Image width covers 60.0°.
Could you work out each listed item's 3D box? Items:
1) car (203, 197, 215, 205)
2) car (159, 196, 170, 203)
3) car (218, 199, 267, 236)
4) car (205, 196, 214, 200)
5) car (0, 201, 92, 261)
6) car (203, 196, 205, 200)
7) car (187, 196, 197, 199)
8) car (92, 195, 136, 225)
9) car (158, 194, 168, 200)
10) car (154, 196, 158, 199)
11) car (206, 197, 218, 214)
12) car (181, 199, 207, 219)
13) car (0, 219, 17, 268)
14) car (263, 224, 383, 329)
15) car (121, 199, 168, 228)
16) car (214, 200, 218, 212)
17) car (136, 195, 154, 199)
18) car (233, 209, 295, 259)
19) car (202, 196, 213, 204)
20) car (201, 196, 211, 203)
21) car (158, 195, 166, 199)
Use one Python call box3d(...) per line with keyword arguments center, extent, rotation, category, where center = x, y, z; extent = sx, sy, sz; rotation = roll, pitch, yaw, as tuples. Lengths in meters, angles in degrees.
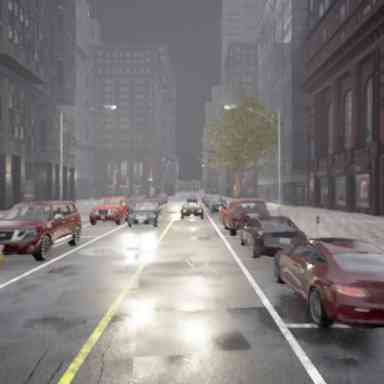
box3d(center=(2.858, 1.516, 57.453), extent=(1.802, 1.307, 4.206), rotation=(0, 0, 0), category="car")
box3d(center=(-5.667, 1.520, 68.735), extent=(1.802, 1.307, 4.206), rotation=(0, 0, 0), category="car")
box3d(center=(2.857, 1.282, 17.977), extent=(2.192, 1.841, 5.009), rotation=(0, 0, 0), category="car")
box3d(center=(2.857, 1.466, 40.706), extent=(1.752, 1.417, 4.829), rotation=(0, 0, 0), category="car")
box3d(center=(-5.668, 1.289, 12.346), extent=(2.192, 1.841, 5.009), rotation=(0, 0, 0), category="car")
box3d(center=(2.858, 1.518, 46.175), extent=(1.802, 1.307, 4.206), rotation=(0, 0, 0), category="car")
box3d(center=(0.005, 1.446, 53.975), extent=(1.837, 1.490, 4.892), rotation=(0, 0, 0), category="car")
box3d(center=(-5.668, 1.275, 23.625), extent=(2.192, 1.841, 5.009), rotation=(0, 0, 0), category="car")
box3d(center=(-5.667, 1.500, 57.457), extent=(1.947, 1.339, 4.313), rotation=(0, 0, 0), category="car")
box3d(center=(-5.667, 1.485, 40.541), extent=(1.887, 1.381, 4.507), rotation=(0, 0, 0), category="car")
box3d(center=(2.858, 1.512, 34.895), extent=(1.947, 1.339, 4.313), rotation=(0, 0, 0), category="car")
box3d(center=(0.045, 1.554, 28.761), extent=(1.895, 1.301, 4.718), rotation=(0, 0, 1), category="car")
box3d(center=(-5.668, 1.509, 6.539), extent=(1.752, 1.417, 4.829), rotation=(0, 0, 0), category="car")
box3d(center=(2.857, 1.565, 6.699), extent=(1.802, 1.307, 4.206), rotation=(0, 0, 0), category="car")
box3d(center=(-3.002, 1.456, 22.091), extent=(2.128, 1.511, 4.902), rotation=(0, 0, 0), category="car")
box3d(center=(2.858, 1.504, 23.617), extent=(1.887, 1.381, 4.507), rotation=(0, 0, 0), category="car")
box3d(center=(-5.668, 1.261, 34.902), extent=(2.192, 1.841, 5.009), rotation=(0, 0, 0), category="car")
box3d(center=(2.857, 1.539, 12.337), extent=(1.947, 1.339, 4.313), rotation=(0, 0, 0), category="car")
box3d(center=(2.858, 1.500, 63.093), extent=(1.947, 1.339, 4.313), rotation=(0, 0, 0), category="car")
box3d(center=(2.858, 1.503, 68.733), extent=(1.947, 1.339, 4.313), rotation=(0, 0, 0), category="car")
box3d(center=(-5.667, 1.500, 51.819), extent=(1.947, 1.339, 4.313), rotation=(0, 0, 0), category="car")
